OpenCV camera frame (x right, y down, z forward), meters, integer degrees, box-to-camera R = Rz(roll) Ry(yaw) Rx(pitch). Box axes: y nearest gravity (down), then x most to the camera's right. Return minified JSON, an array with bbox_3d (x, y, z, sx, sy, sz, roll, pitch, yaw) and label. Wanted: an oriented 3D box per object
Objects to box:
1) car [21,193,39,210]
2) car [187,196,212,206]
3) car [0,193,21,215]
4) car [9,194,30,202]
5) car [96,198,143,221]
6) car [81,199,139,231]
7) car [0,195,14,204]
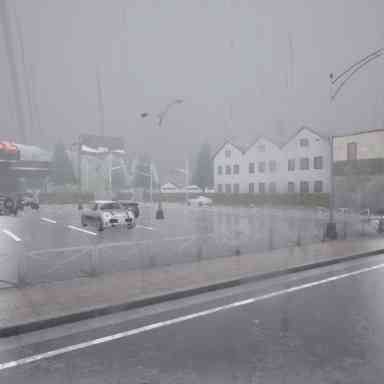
[{"bbox_3d":[-19.144,1.092,38.634,1.905,1.878,3.866,0,0,-36],"label":"car"},{"bbox_3d":[1.158,1.349,49.294,1.812,1.442,4.674,0,0,-35],"label":"car"},{"bbox_3d":[-17.247,1.113,30.321,1.932,1.855,4.605,0,0,-36],"label":"car"},{"bbox_3d":[-38.211,1.328,73.753,3.866,1.878,1.905,0,0,-36],"label":"car"},{"bbox_3d":[-5.781,1.313,26.205,2.007,1.523,4.514,0,0,-36],"label":"car"},{"bbox_3d":[-4.667,1.248,18.340,1.970,1.475,3.806,0,0,-36],"label":"car"},{"bbox_3d":[-38.452,1.495,66.625,4.611,1.667,2.242,0,0,-36],"label":"car"}]
